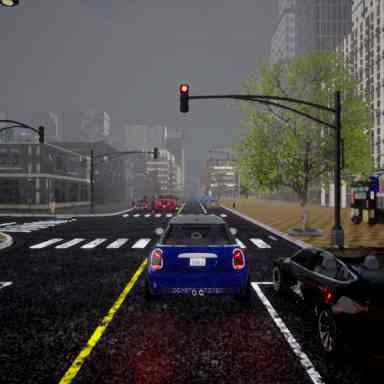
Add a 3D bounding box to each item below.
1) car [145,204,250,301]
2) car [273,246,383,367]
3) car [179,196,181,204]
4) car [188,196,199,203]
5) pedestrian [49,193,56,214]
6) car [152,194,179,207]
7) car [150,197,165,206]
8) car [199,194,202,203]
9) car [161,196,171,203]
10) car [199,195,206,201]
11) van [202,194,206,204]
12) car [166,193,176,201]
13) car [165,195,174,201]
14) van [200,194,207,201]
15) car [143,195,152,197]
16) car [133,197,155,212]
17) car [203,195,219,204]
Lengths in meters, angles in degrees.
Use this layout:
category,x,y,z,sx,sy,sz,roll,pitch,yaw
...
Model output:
category,x,y,z,sx,sy,sz,roll,pitch,yaw
car,0.110,1.353,8.462,2.097,1.767,4.553,0,0,0
car,2.700,1.566,5.795,1.947,1.339,4.313,0,0,0
car,-3.034,1.529,49.507,1.812,1.442,4.674,0,0,0
car,0.174,1.553,68.917,2.033,1.411,5.357,0,0,0
pedestrian,-12.716,1.039,30.292,0.375,1.860,0.375,0,-1,-1
car,-3.046,1.224,39.429,2.150,2.045,5.566,0,0,0
car,-5.626,1.555,54.933,2.008,1.369,4.403,0,0,0
car,2.760,1.556,60.477,2.008,1.369,4.403,0,0,0
car,-5.608,1.532,71.416,1.752,1.417,4.829,0,0,0
car,2.792,1.534,88.402,1.752,1.417,4.829,0,0,0
van,2.749,1.345,49.375,1.690,1.788,3.998,0,0,0
car,-5.588,1.324,88.239,2.192,1.841,5.009,0,0,0
car,-5.595,1.559,82.688,2.008,1.369,4.403,0,0,0
van,2.787,1.349,82.681,1.690,1.788,3.998,0,0,0
car,-5.637,1.318,43.831,2.192,1.841,5.009,0,0,0
car,-5.644,1.585,38.280,1.802,1.307,4.206,0,0,0
car,2.742,1.528,43.994,1.752,1.417,4.829,0,0,0
